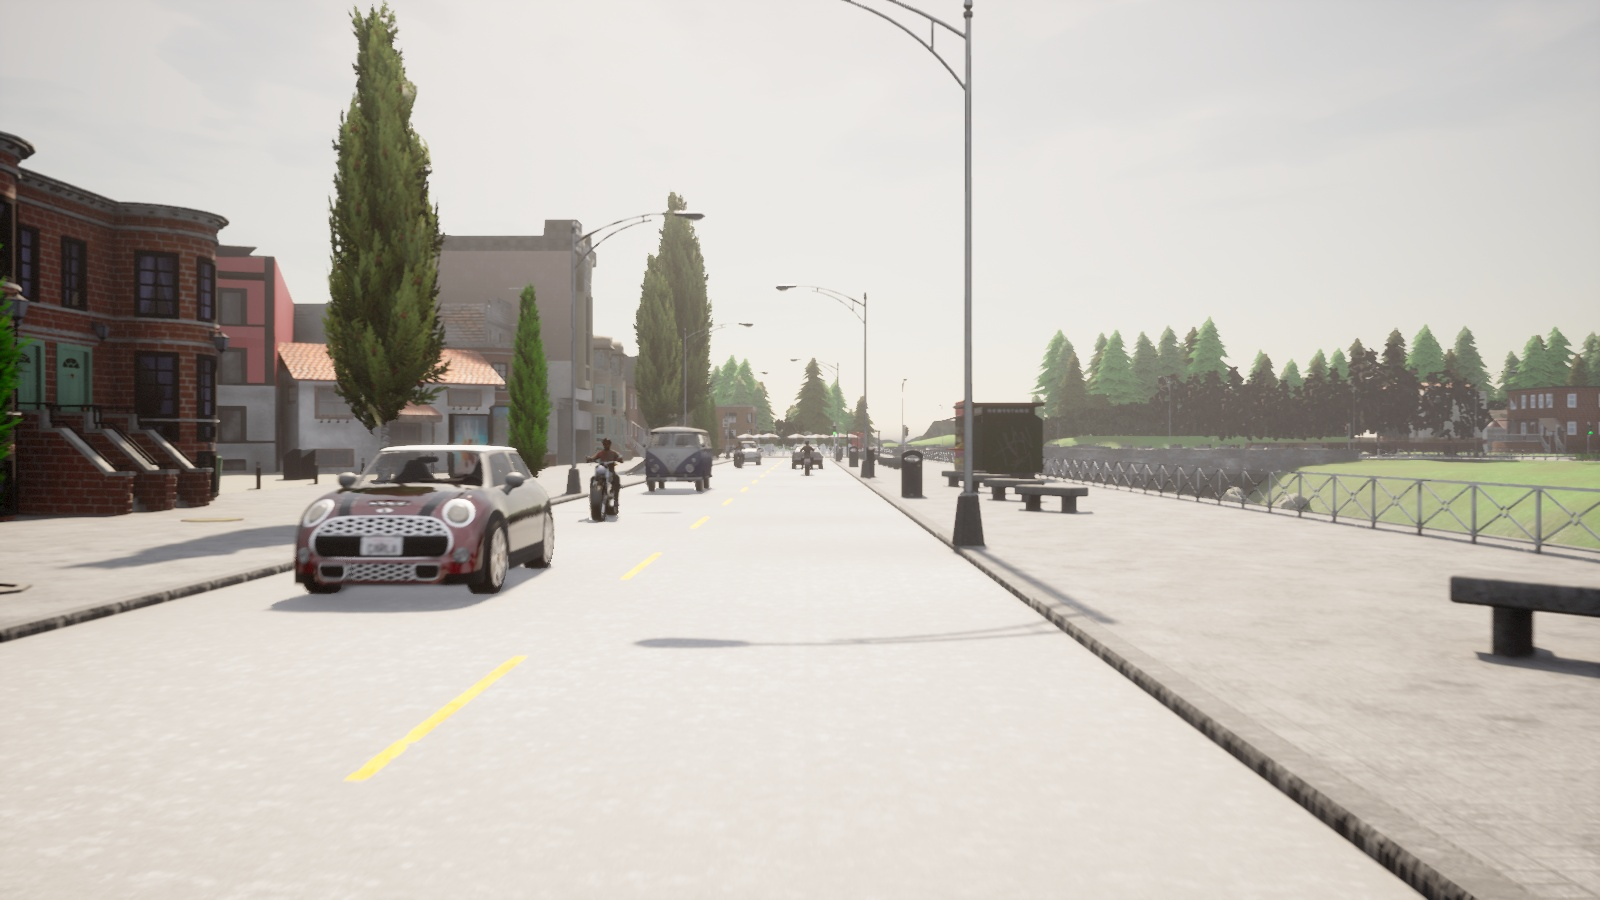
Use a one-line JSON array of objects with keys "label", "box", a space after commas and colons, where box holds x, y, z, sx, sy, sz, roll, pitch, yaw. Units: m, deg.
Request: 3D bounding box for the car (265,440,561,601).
[{"label": "car", "box": [-3.910, 0.633, 13.425, 1.970, 1.475, 3.806, 0, 0, 0]}]

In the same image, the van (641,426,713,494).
[{"label": "van", "box": [-3.764, 0.276, 39.132, 1.775, 1.987, 4.442, 0, 0, 1]}]

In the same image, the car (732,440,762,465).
[{"label": "car", "box": [-3.518, 0.167, 84.199, 1.851, 1.617, 3.988, 0, 0, 0]}]

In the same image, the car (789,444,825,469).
[{"label": "car", "box": [0.423, 0.379, 73.700, 2.033, 1.411, 5.357, 0, 0, 0]}]

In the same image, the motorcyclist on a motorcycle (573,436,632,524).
[{"label": "motorcyclist on a motorcycle", "box": [-3.848, 0.555, 24.661, 0.766, 1.649, 2.350, 0, 0, 0]}]
